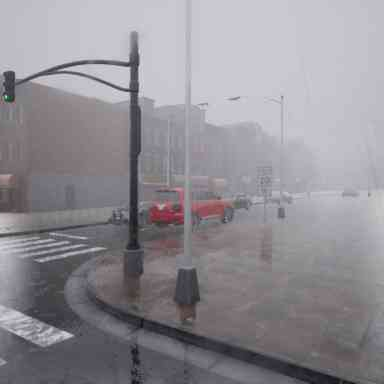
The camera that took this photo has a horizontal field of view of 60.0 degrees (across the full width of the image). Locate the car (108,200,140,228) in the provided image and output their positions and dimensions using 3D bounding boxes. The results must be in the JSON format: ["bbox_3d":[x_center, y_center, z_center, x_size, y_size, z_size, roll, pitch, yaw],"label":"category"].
[{"bbox_3d":[-2.640,1.127,18.754,1.994,1.385,4.181,0,2,36],"label":"car"}]

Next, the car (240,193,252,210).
[{"bbox_3d":[3.193,0.794,26.934,2.128,1.511,4.902,0,2,35],"label":"car"}]

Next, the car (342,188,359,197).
[{"bbox_3d":[25.047,0.088,52.483,2.033,1.411,5.357,0,2,35],"label":"car"}]

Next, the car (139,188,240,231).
[{"bbox_3d":[0.113,0.788,17.539,2.150,2.045,5.566,0,2,35],"label":"car"}]

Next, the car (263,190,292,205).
[{"bbox_3d":[9.160,0.572,35.293,1.812,1.442,4.674,0,2,36],"label":"car"}]
